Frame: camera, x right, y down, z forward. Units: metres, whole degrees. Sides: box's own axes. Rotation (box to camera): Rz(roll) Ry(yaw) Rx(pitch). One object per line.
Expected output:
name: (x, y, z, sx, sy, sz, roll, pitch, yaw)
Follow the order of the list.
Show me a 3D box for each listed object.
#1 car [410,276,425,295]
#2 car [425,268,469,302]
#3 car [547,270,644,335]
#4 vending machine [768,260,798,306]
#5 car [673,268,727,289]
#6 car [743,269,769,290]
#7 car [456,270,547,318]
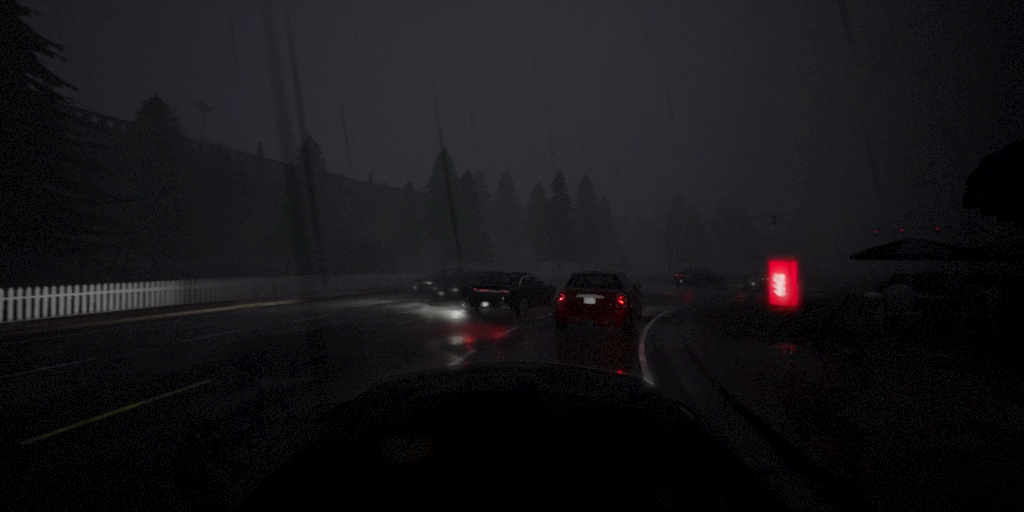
car: (-3.639, 1.461, 20.938, 2.128, 1.511, 4.902, 0, -1, 37)
car: (-1.693, 1.445, 17.730, 1.837, 1.490, 4.892, -1, -1, 35)
car: (2.908, 1.236, 11.392, 2.097, 1.767, 4.553, 0, -1, 24)
vending machine: (11.701, 1.176, 15.465, 0.880, 2.100, 1.100, 0, 0, -40)
car: (14.039, 1.623, 26.666, 4.902, 1.511, 2.128, 1, -1, -32)
car: (18.021, 1.658, 25.063, 4.674, 1.442, 1.812, 1, -1, -31)
car: (0.252, 1.394, 13.925, 2.128, 1.511, 4.902, 0, -1, 28)
